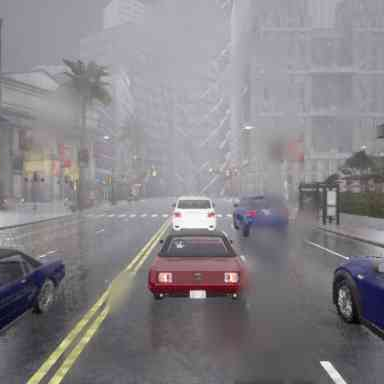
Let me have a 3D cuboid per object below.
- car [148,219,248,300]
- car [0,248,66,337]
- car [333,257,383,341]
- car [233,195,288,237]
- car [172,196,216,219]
[{"bbox_3d":[0.109,1.601,8.356,1.895,1.301,4.718,0,0,0],"label":"car"},{"bbox_3d":[-3.597,1.601,4.826,1.895,1.301,4.718,0,0,0],"label":"car"},{"bbox_3d":[3.636,1.351,4.261,2.097,1.767,4.553,0,0,0],"label":"car"},{"bbox_3d":[3.607,1.214,18.274,2.150,2.045,5.566,0,-1,0],"label":"car"},{"bbox_3d":[0.107,1.221,18.123,2.150,2.045,5.566,0,0,0],"label":"car"}]
